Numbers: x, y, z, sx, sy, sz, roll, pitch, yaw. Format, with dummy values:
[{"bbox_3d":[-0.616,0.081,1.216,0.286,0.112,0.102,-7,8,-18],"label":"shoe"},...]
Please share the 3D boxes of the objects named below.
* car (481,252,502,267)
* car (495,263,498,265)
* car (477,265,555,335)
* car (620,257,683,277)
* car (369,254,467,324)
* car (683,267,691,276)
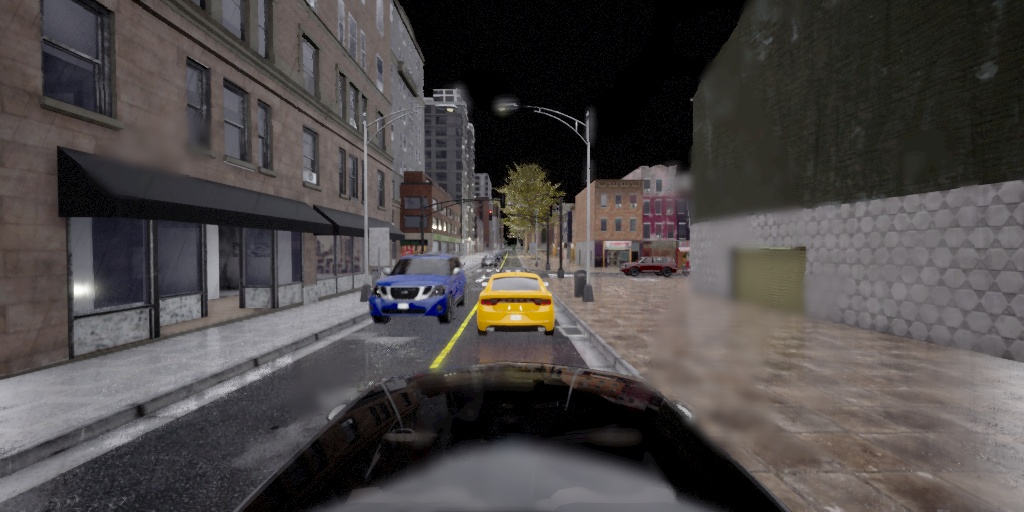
[{"bbox_3d":[-2.833,0.613,46.024,2.128,1.511,4.902,0,2,1],"label":"car"},{"bbox_3d":[0.071,1.250,19.909,1.895,1.301,4.718,0,1,0],"label":"car"},{"bbox_3d":[0.097,1.206,10.467,1.882,1.535,5.008,0,0,0],"label":"car"},{"bbox_3d":[12.707,0.952,33.440,5.009,1.841,2.192,0,0,0],"label":"car"},{"bbox_3d":[-2.849,0.940,12.155,2.150,2.045,5.566,0,0,0],"label":"car"},{"bbox_3d":[18.109,1.296,33.449,4.207,1.307,1.802,0,0,0],"label":"car"}]
